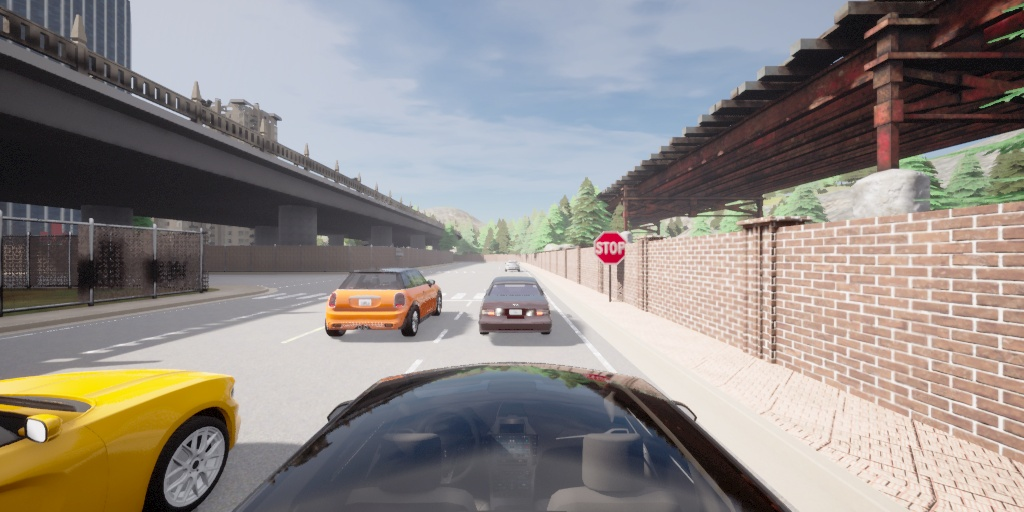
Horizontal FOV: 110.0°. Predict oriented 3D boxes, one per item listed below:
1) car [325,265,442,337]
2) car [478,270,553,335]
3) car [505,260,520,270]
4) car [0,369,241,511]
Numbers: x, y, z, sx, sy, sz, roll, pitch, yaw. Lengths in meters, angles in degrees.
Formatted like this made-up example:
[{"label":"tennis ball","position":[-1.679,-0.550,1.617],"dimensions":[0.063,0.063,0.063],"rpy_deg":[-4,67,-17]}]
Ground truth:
[{"label":"car","position":[-3.425,1.102,10.471],"dimensions":[2.097,1.767,4.553],"rpy_deg":[0,0,0]},{"label":"car","position":[0.077,1.297,10.494],"dimensions":[2.033,1.411,5.357],"rpy_deg":[0,0,0]},{"label":"car","position":[0.059,1.276,46.357],"dimensions":[1.812,1.442,4.674],"rpy_deg":[0,0,-1]},{"label":"car","position":[-3.398,1.228,1.213],"dimensions":[1.882,1.535,5.008],"rpy_deg":[0,0,0]}]
